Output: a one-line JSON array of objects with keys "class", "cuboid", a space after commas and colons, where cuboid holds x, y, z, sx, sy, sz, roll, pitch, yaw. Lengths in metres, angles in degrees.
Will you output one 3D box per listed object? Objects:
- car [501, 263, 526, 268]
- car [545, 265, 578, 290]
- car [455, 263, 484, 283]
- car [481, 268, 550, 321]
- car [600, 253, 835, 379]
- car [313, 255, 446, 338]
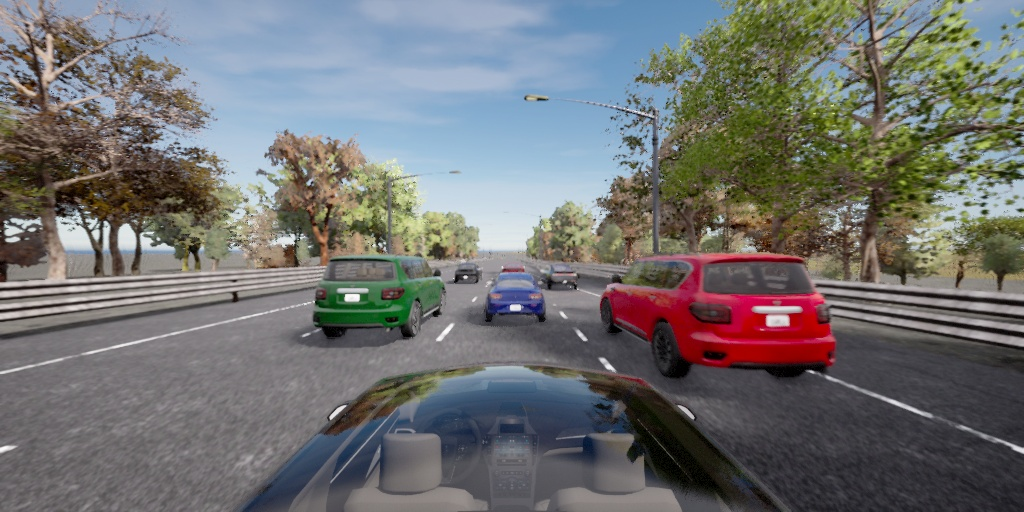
[{"class": "car", "cuboid": [0.113, 1.288, 30.242, 1.882, 1.535, 5.008, 0, 0, 0]}, {"class": "car", "cuboid": [2.939, 1.286, 23.068, 2.128, 1.511, 4.902, 0, 0, -3]}, {"class": "car", "cuboid": [-3.398, 1.312, 28.646, 1.837, 1.490, 4.892, 0, 0, 0]}, {"class": "car", "cuboid": [0.099, 1.296, 12.359, 1.812, 1.442, 4.674, 0, 0, 0]}, {"class": "car", "cuboid": [3.518, 0.980, 7.494, 2.150, 2.045, 5.566, 0, 0, -1]}, {"class": "car", "cuboid": [-3.399, 0.988, 10.313, 2.150, 2.045, 5.566, 0, 0, 0]}]
